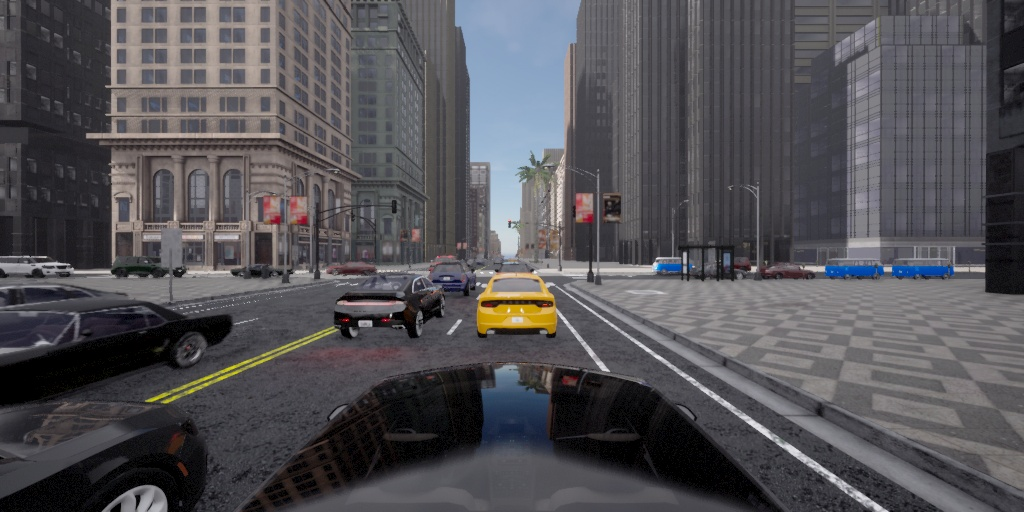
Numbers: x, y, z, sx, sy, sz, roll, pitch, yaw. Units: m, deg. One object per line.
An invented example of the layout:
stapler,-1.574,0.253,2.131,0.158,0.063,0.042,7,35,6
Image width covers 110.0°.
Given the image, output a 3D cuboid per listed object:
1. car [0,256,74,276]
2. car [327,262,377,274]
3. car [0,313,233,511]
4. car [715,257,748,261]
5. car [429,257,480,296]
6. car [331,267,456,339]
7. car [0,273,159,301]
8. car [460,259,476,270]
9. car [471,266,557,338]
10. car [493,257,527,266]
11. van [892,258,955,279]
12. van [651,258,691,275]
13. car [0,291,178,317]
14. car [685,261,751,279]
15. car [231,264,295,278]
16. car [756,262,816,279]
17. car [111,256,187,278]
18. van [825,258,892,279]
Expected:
car,-43.719,1.020,32.739,5.566,2.045,2.150,0,0,0
car,-16.055,1.281,36.125,4.674,1.442,1.812,0,1,-20
car,-3.152,1.255,0.612,1.837,1.490,4.892,0,0,0
car,22.802,1.035,38.350,5.009,1.841,2.192,0,0,0
car,-3.122,1.102,19.267,2.097,1.767,4.553,0,0,0
car,-3.138,1.241,10.128,2.128,1.511,4.902,0,0,0
car,-9.844,1.242,6.398,2.128,1.511,4.902,0,0,0
car,-6.510,1.257,53.920,1.837,1.490,4.892,0,0,0
car,0.111,1.227,10.217,1.882,1.535,5.008,0,0,0
car,0.128,1.102,19.291,2.097,1.767,4.553,0,0,0
van,34.148,1.080,29.810,3.998,1.789,1.690,0,0,0
van,17.125,1.065,38.357,3.998,1.789,1.690,0,0,0
car,-6.596,1.351,5.022,1.895,1.301,4.718,0,0,0
car,17.116,1.299,29.832,4.403,1.370,2.007,0,0,0
car,-22.539,1.375,32.593,4.718,1.301,1.895,0,0,0
car,22.793,1.326,29.825,4.207,1.307,1.802,0,0,0
car,-33.012,1.007,32.664,5.566,2.045,2.150,0,0,0
van,28.471,1.082,29.817,3.998,1.789,1.690,0,0,0
